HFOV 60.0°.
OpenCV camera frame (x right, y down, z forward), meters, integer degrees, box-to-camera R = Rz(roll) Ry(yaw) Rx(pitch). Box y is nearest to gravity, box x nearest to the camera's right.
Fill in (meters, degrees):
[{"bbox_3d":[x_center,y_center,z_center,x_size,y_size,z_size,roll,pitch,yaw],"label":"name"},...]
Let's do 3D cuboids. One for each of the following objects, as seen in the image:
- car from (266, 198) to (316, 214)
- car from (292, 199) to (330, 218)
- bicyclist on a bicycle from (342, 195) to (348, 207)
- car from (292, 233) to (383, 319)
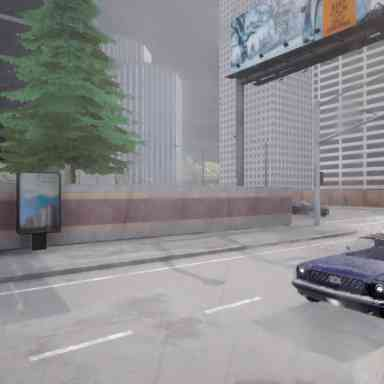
[{"bbox_3d":[10.700,1.491,36.211,2.128,1.511,4.902,0,0,-35],"label":"car"},{"bbox_3d":[10.225,1.478,30.821,1.882,1.535,5.008,0,0,-35],"label":"car"},{"bbox_3d":[21.291,1.300,46.319,1.656,1.620,0.582,0,0,-35],"label":"bicyclist on a bicycle"},{"bbox_3d":[4.268,1.601,7.049,4.718,1.301,1.895,0,0,-36],"label":"car"}]
